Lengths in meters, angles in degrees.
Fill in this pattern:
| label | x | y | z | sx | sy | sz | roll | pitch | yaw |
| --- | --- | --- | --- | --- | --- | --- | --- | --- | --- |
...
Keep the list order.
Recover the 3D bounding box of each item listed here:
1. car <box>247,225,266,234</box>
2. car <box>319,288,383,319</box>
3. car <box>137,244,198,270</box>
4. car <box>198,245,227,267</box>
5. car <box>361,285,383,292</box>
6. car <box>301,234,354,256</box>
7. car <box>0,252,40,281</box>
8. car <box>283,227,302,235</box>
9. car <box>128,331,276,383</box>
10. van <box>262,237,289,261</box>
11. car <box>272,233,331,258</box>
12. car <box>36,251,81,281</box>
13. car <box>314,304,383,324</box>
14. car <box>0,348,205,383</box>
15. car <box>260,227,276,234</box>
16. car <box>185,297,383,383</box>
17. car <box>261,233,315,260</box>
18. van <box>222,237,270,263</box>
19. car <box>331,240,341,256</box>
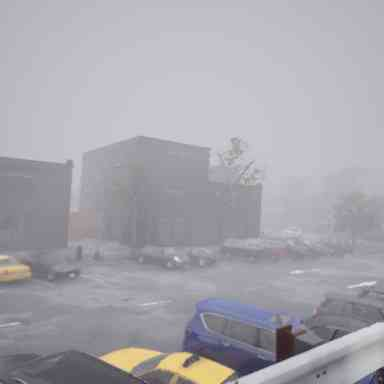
| label | x | y | z | sx | sy | sz | roll | pitch | yaw |
| --- | --- | --- | --- | --- | --- | --- | --- | --- | --- |
| car | 13.488 | 7.820 | 69.053 | 2.002 | 1.452 | 4.674 | 1 | -2 | 36 |
| car | 7.184 | 5.157 | 13.226 | 4.553 | 1.767 | 2.185 | 3 | -2 | 34 |
| car | -2.269 | 5.191 | 27.305 | 4.553 | 1.767 | 2.185 | 1 | -4 | 34 |
| car | 0.152 | 5.514 | 29.009 | 4.892 | 1.521 | 2.231 | 1 | -3 | 34 |
| car | 9.632 | 5.358 | 14.998 | 4.553 | 1.767 | 2.185 | 2 | -2 | 34 |
| car | 16.906 | 6.631 | 41.095 | 5.566 | 2.045 | 2.435 | 1 | -3 | 34 |
| car | -11.992 | 4.526 | 20.479 | 5.366 | 1.575 | 1.946 | 1 | -3 | 34 |
| car | 18.588 | 7.513 | 61.596 | 2.435 | 2.045 | 5.566 | 1 | -2 | 36 |
| car | -0.299 | 4.671 | 8.021 | 5.366 | 1.575 | 1.946 | 2 | -2 | 34 |
| van | 7.247 | 5.874 | 34.252 | 4.442 | 1.987 | 1.878 | 1 | -3 | 34 |
| car | 12.167 | 6.242 | 37.629 | 5.566 | 2.045 | 2.435 | 1 | -4 | 34 |
| car | -9.414 | 4.758 | 22.096 | 4.792 | 1.488 | 2.163 | 1 | -4 | 34 |
| car | 4.724 | 5.111 | 11.460 | 4.792 | 1.488 | 2.163 | 3 | -2 | 34 |
| car | -2.601 | 4.229 | 6.187 | 5.566 | 2.045 | 2.435 | 2 | -2 | 34 |
| car | 15.298 | 7.781 | 66.727 | 1.946 | 1.575 | 5.366 | 1 | -2 | 36 |
| car | 2.344 | 4.632 | 9.672 | 5.566 | 2.045 | 2.435 | 2 | -2 | 34 |
| car | 9.769 | 6.046 | 35.906 | 5.566 | 2.045 | 2.435 | 1 | -4 | 34 |
| van | 4.850 | 5.678 | 32.528 | 4.442 | 1.987 | 1.878 | 1 | -3 | 34 |
| car | 14.552 | 6.718 | 39.351 | 4.792 | 1.488 | 2.163 | 1 | -4 | 34 |
